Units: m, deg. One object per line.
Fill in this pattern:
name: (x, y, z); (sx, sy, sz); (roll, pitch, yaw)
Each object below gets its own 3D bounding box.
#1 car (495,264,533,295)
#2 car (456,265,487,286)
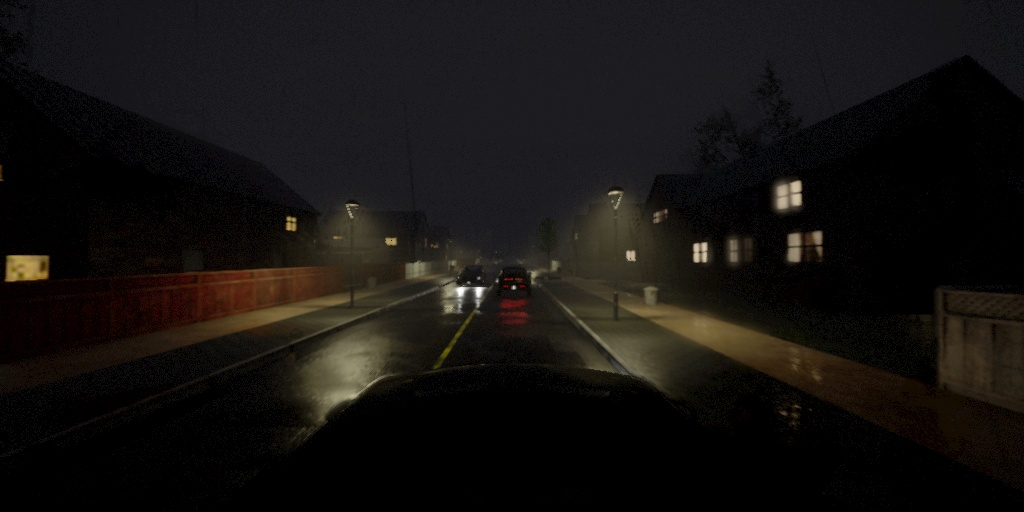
car: (0.095, 1.310, 20.279); (1.837, 1.490, 4.892); (0, 0, 0)
car: (-2.845, 1.367, 26.244); (2.033, 1.411, 5.357); (0, 0, 0)
